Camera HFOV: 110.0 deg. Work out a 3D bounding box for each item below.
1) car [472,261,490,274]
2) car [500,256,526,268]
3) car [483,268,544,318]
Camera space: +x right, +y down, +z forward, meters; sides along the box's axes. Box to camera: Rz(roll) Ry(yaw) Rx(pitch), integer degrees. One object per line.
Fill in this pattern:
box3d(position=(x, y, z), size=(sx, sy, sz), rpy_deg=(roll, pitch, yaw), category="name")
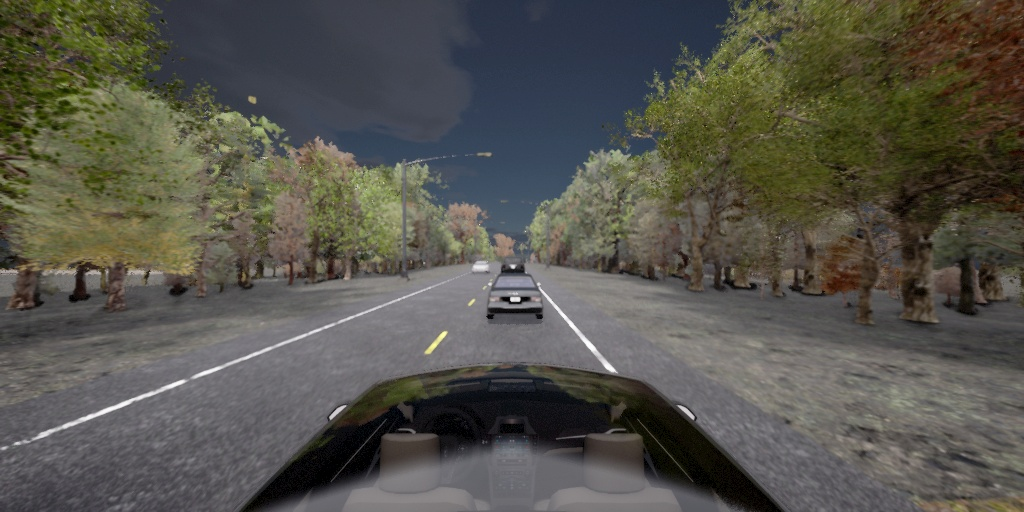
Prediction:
box3d(position=(-3.603, 1.355, 42.014), size=(1.812, 1.442, 4.674), rpy_deg=(0, 0, 0), category="car")
box3d(position=(0.088, 1.033, 32.789), size=(2.150, 2.045, 5.566), rpy_deg=(0, 0, 0), category="car")
box3d(position=(0.094, 1.320, 12.973), size=(2.033, 1.411, 5.357), rpy_deg=(0, 0, 0), category="car")
